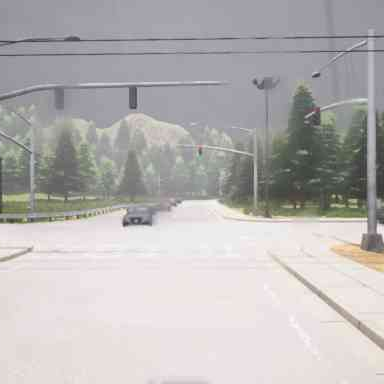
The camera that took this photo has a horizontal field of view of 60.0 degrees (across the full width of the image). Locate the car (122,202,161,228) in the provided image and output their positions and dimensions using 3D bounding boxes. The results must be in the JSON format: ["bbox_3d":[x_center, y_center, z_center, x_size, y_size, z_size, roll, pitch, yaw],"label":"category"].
[{"bbox_3d":[-3.560,1.661,23.158,1.994,1.385,4.181,0,0,0],"label":"car"}]

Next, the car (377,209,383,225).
[{"bbox_3d":[14.623,1.362,22.123,4.553,1.767,2.097,0,0,1],"label":"car"}]

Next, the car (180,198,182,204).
[{"bbox_3d":[-3.012,1.809,68.043,1.895,1.301,4.718,0,0,2],"label":"car"}]

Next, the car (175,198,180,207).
[{"bbox_3d":[-3.422,1.684,54.171,1.812,1.442,4.674,0,0,1],"label":"car"}]

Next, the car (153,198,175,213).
[{"bbox_3d":[-3.522,1.473,39.327,2.097,1.767,4.553,0,0,0],"label":"car"}]
